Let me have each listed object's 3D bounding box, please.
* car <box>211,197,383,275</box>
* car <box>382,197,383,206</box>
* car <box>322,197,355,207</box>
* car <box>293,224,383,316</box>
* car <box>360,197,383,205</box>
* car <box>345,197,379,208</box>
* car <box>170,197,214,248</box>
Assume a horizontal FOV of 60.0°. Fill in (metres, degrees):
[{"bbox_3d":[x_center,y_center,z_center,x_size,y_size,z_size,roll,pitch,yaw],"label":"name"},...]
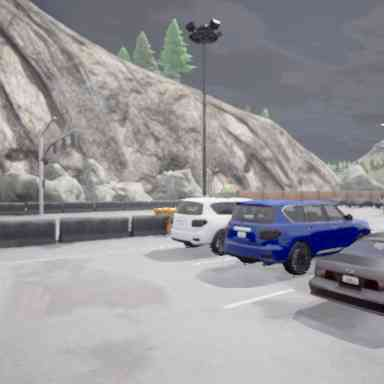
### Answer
[{"bbox_3d":[3.539,1.238,10.626,5.566,2.045,2.150,0,0,-36],"label":"car"},{"bbox_3d":[32.313,1.432,53.010,4.674,1.442,1.812,0,0,-36],"label":"car"},{"bbox_3d":[22.140,1.478,50.078,5.357,1.411,2.033,0,0,-35],"label":"car"},{"bbox_3d":[4.776,1.561,7.205,5.357,1.411,2.033,0,0,-36],"label":"car"},{"bbox_3d":[30.318,1.508,55.886,4.718,1.301,1.895,0,0,-36],"label":"car"},{"bbox_3d":[24.165,1.478,47.242,5.357,1.411,2.033,0,0,-36],"label":"car"},{"bbox_3d":[1.767,1.239,13.661,5.566,2.045,2.150,0,0,-36],"label":"car"}]
